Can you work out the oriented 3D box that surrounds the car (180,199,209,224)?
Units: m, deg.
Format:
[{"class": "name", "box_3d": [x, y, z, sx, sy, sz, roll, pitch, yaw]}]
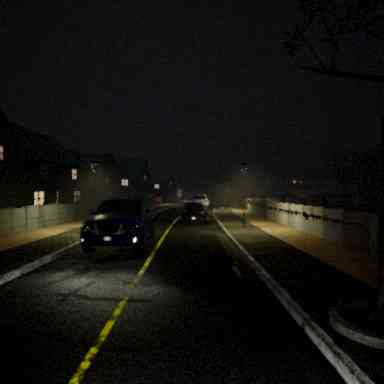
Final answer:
[{"class": "car", "box_3d": [0.176, 1.554, 25.338, 1.837, 1.490, 4.892, 0, 0, 1]}]

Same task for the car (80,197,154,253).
[{"class": "car", "box_3d": [-2.896, 1.241, 14.119, 2.150, 2.045, 5.566, 0, 0, 0]}]

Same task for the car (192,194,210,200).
[{"class": "car", "box_3d": [1.139, 1.340, 44.169, 2.150, 2.045, 5.566, 0, 0, 4]}]
